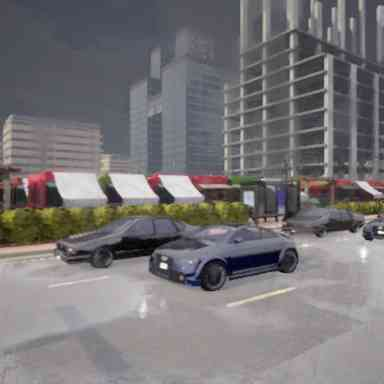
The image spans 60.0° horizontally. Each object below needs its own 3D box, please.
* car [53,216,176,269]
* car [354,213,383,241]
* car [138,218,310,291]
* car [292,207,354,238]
[{"bbox_3d":[-1.750,1.531,11.335,5.357,1.411,2.033,0,0,-35],"label":"car"},{"bbox_3d":[9.544,1.508,15.027,4.181,1.385,1.994,0,0,-35],"label":"car"},{"bbox_3d":[0.962,1.544,8.965,4.181,1.385,1.994,0,0,-35],"label":"car"},{"bbox_3d":[7.103,1.493,17.584,5.357,1.411,2.033,0,0,-35],"label":"car"}]
